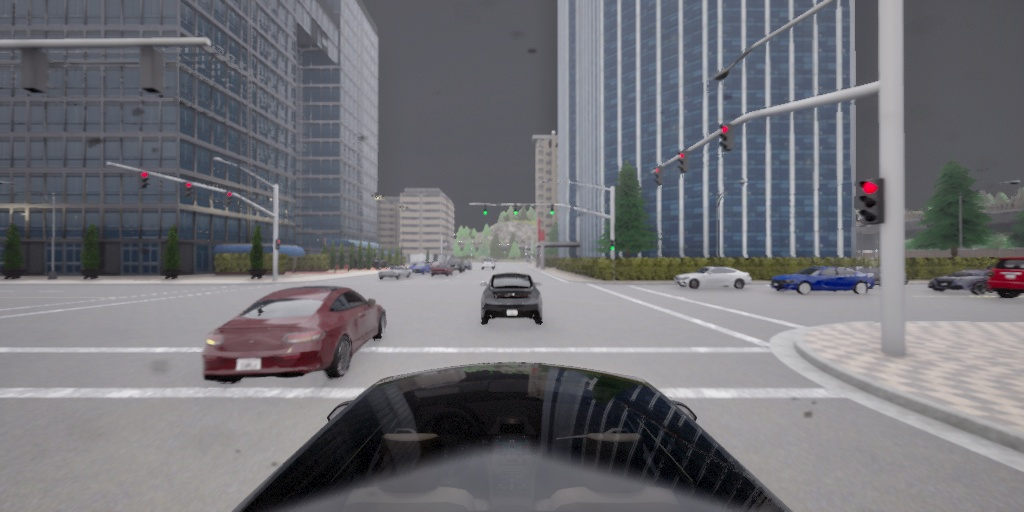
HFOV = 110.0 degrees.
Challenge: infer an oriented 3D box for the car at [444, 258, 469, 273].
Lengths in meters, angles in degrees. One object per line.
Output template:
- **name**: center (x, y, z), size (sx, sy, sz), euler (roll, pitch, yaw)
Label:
- **car**: center (-7.756, 1.266, 49.495), size (2.150, 2.045, 5.566), euler (0, 0, 0)

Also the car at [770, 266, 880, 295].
- **car**: center (17.334, 1.330, 20.182), size (5.008, 1.535, 1.882), euler (0, 0, 0)

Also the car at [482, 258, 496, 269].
- **car**: center (-4.232, 1.356, 64.255), size (2.150, 2.045, 5.566), euler (0, 0, -1)

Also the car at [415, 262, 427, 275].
- **car**: center (-11.211, 1.491, 43.905), size (1.882, 1.535, 5.008), euler (0, 0, -1)

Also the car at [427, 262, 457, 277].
- **car**: center (-7.675, 1.586, 39.698), size (1.895, 1.301, 4.718), euler (0, 0, -1)

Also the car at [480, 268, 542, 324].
- **car**: center (-0.037, 1.320, 12.326), size (1.837, 1.490, 4.892), euler (0, 0, -1)

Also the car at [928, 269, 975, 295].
- **car**: center (26.329, 1.411, 20.203), size (4.181, 1.385, 1.994), euler (0, 0, 0)

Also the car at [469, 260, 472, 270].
- **car**: center (-7.791, 1.457, 59.428), size (2.097, 1.767, 4.553), euler (0, 0, 0)

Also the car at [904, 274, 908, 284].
- **car**: center (22.758, 1.418, 23.699), size (5.357, 1.411, 2.033), euler (0, 0, 0)

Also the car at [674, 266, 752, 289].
- **car**: center (13.171, 1.402, 23.650), size (4.674, 1.442, 1.812), euler (0, 0, 1)

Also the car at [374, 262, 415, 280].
- **car**: center (-11.188, 1.557, 34.512), size (1.895, 1.301, 4.718), euler (0, 0, 2)

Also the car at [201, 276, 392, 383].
- **car**: center (-3.860, 1.311, 7.139), size (1.812, 1.442, 4.674), euler (0, 0, -7)

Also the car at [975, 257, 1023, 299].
- **car**: center (25.614, 1.046, 16.513), size (5.566, 2.045, 2.150), euler (0, 0, 0)
